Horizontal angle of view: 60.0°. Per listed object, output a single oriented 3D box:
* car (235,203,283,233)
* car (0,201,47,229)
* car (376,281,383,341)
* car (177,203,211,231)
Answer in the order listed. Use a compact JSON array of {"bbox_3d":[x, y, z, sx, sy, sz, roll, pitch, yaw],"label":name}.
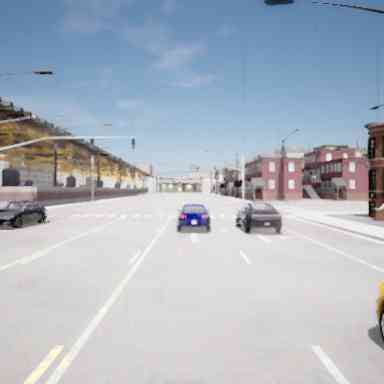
[{"bbox_3d":[3.606,1.333,18.543,2.128,1.511,4.902,0,0,-1],"label":"car"},{"bbox_3d":[-10.550,1.321,20.147,2.128,1.511,4.902,0,0,1],"label":"car"},{"bbox_3d":[3.604,1.452,2.821,1.882,1.535,5.008,0,0,0],"label":"car"},{"bbox_3d":[0.103,1.364,19.035,1.812,1.442,4.674,0,0,0],"label":"car"}]
